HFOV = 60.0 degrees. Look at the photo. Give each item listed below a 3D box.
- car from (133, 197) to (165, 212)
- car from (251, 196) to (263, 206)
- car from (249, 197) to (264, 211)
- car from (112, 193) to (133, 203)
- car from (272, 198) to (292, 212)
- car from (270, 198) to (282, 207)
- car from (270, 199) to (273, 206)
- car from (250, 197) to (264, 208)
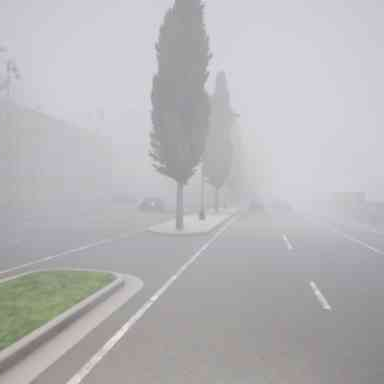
[{"bbox_3d":[-4.557,1.320,37.938,2.097,1.767,4.553,1,0,12],"label":"car"},{"bbox_3d":[12.549,1.748,64.067,2.097,1.767,4.553,1,0,11],"label":"car"},{"bbox_3d":[8.757,1.796,45.007,1.812,1.442,4.674,1,0,12],"label":"car"},{"bbox_3d":[-11.440,0.917,53.522,5.357,1.411,2.033,6,1,13],"label":"car"},{"bbox_3d":[12.170,1.889,44.185,2.033,1.411,5.357,1,0,12],"label":"car"},{"bbox_3d":[15.980,1.979,63.398,1.837,1.490,4.892,1,0,11],"label":"car"},{"bbox_3d":[14.224,1.757,54.372,2.097,1.767,4.553,1,0,12],"label":"car"},{"bbox_3d":[10.847,1.686,55.320,2.097,1.767,4.553,1,0,12],"label":"car"}]
